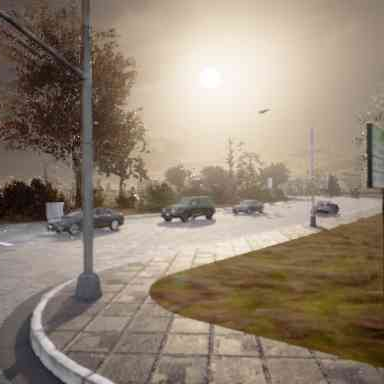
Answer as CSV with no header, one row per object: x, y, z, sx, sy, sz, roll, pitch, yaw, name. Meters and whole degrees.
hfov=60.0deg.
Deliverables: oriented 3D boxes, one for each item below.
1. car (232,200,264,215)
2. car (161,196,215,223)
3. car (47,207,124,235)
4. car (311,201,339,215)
6.210,1.662,36.646,1.837,1.490,4.892,-1,0,37,car
-0.211,1.419,28.441,2.150,2.045,5.566,-1,0,38,car
-6.457,1.721,20.618,1.837,1.490,4.892,-1,-1,39,car
13.994,1.613,34.973,1.994,1.385,4.181,-1,0,37,car
